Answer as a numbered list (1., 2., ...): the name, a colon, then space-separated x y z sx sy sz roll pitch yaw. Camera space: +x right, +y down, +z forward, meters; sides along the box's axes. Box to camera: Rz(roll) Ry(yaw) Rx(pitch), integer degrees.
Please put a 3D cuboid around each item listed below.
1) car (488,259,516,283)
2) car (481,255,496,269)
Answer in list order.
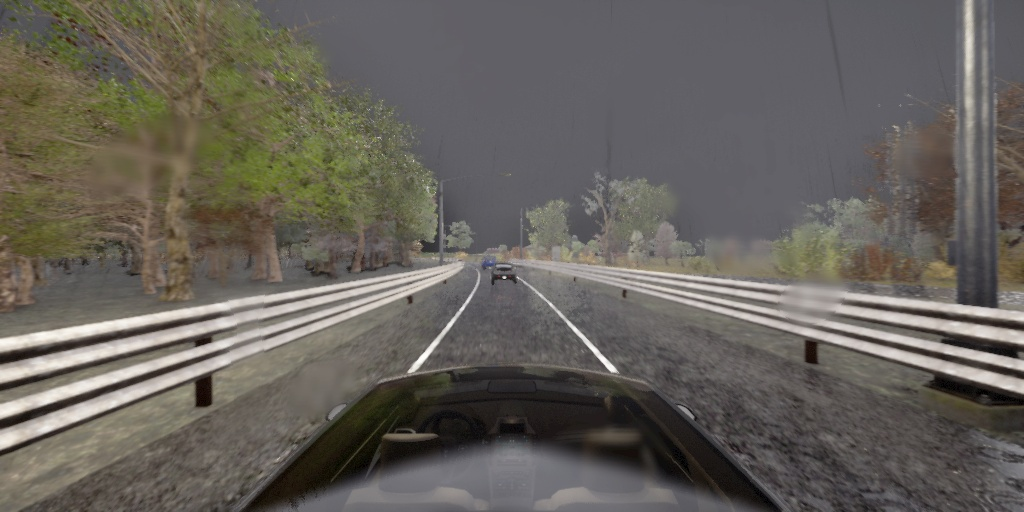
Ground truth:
1. car: -0.715 1.251 27.661 1.837 1.490 4.892 0 0 -4
2. car: -3.492 0.942 54.583 2.150 2.045 5.566 0 0 -9
